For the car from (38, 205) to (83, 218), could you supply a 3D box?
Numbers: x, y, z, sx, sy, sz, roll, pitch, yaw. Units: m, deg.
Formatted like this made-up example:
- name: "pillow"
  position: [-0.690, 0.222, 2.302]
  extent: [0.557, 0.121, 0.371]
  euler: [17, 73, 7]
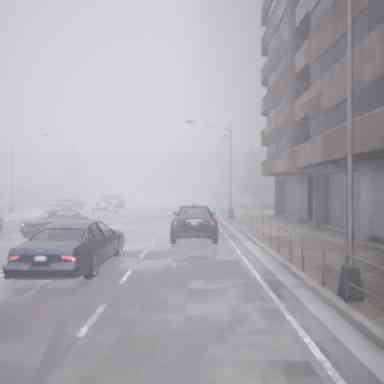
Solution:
- name: "car"
  position: [-7.071, 1.593, 17.464]
  extent: [1.895, 1.301, 4.718]
  euler: [0, 0, 0]

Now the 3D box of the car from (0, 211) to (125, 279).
- name: "car"
  position: [-3.401, 1.543, 9.976]
  extent: [2.033, 1.411, 5.357]
  euler: [0, 0, 0]

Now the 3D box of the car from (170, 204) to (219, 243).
- name: "car"
  position: [0.098, 1.346, 16.085]
  extent: [2.097, 1.767, 4.553]
  euler: [0, 0, 0]

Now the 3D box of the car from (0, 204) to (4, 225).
- name: "car"
  position: [-10.576, 1.498, 15.180]
  extent: [1.837, 1.490, 4.892]
  euler: [0, 0, 0]

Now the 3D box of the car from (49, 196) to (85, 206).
- name: "car"
  position: [-10.502, 1.103, 28.254]
  extent: [1.837, 1.490, 4.892]
  euler: [0, 0, 0]

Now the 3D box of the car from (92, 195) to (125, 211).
- name: "car"
  position: [-7.002, 0.958, 28.284]
  extent: [2.097, 1.767, 4.553]
  euler: [0, 0, 0]
